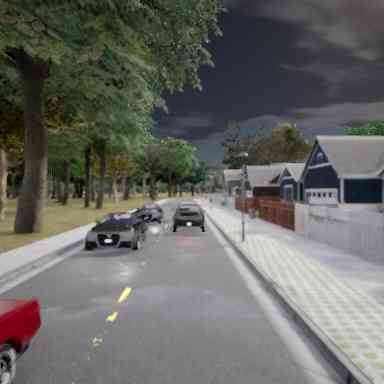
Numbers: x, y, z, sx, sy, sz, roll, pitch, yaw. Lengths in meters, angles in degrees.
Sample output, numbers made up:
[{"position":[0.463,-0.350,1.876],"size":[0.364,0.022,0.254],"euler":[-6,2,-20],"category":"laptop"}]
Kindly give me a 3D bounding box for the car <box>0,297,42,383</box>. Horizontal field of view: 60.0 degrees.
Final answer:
[{"position":[-2.886,1.603,2.127],"size":[1.895,1.301,4.718],"euler":[0,0,0],"category":"car"}]

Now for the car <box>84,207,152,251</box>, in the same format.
[{"position":[-3.006,1.560,13.912],"size":[1.994,1.385,4.181],"euler":[0,0,0],"category":"car"}]

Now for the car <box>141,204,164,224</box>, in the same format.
[{"position":[-3.104,1.556,24.505],"size":[1.994,1.385,4.181],"euler":[0,0,-1],"category":"car"}]

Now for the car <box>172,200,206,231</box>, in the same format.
[{"position":[-0.193,1.494,20.579],"size":[1.837,1.490,4.892],"euler":[0,0,-1],"category":"car"}]
